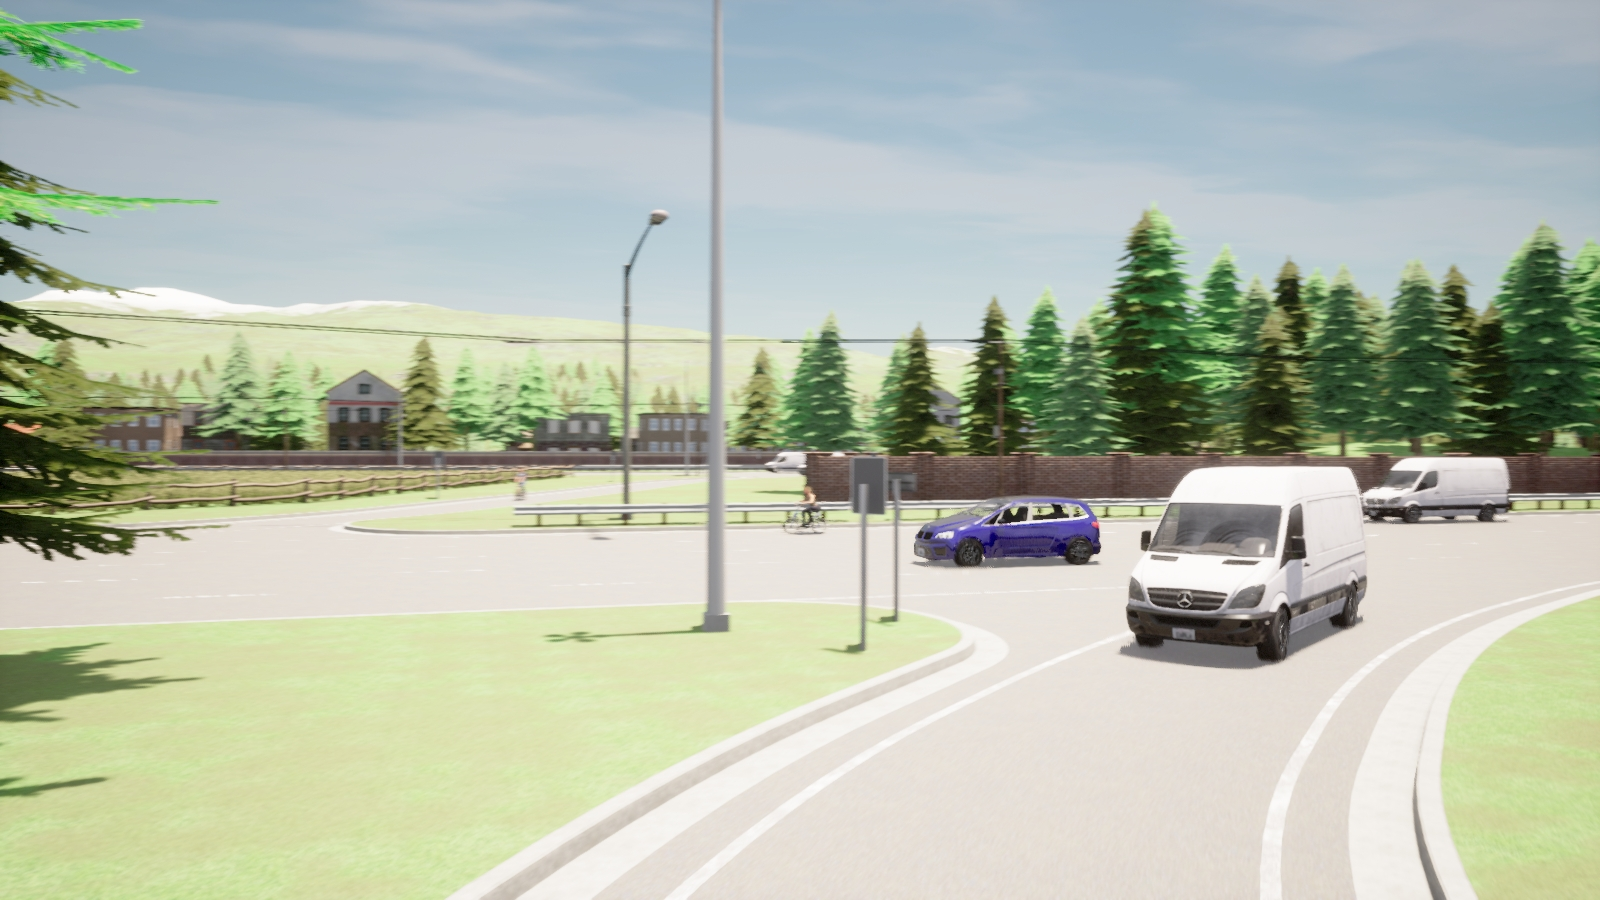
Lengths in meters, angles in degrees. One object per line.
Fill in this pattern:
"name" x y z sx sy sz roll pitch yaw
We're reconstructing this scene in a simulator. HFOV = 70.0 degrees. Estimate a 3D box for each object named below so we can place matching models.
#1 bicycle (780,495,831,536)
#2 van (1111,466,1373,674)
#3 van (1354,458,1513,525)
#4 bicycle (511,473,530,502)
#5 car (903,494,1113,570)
"bicycle" 0.179 2.159 37.897 1.487 1.276 0.859 0 0 -17
"van" 6.898 1.550 17.323 1.988 2.561 5.915 0 0 39
"van" 25.179 1.591 45.422 5.915 2.561 1.988 0 0 -17
"bicycle" -15.169 2.023 62.011 0.373 1.496 1.643 0 0 8
"car" 5.137 1.981 28.423 4.611 1.667 2.242 0 0 -17
